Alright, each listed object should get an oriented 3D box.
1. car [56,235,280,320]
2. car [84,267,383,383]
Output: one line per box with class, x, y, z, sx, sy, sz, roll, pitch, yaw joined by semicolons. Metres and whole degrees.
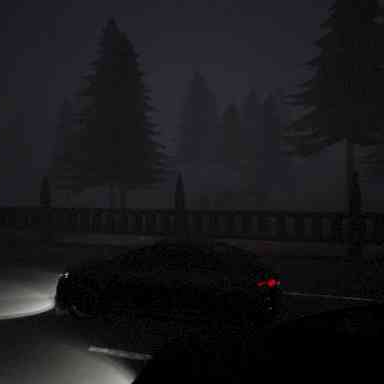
car;-0.411;1.560;6.381;4.181;1.385;1.994;0;0;16
car;1.457;1.563;2.208;4.181;1.385;1.994;0;0;16
